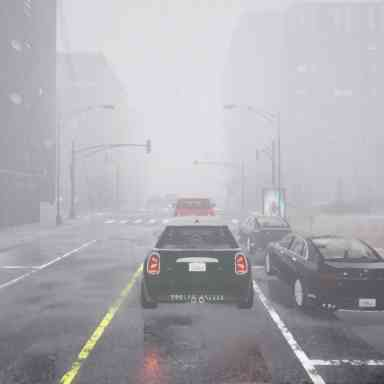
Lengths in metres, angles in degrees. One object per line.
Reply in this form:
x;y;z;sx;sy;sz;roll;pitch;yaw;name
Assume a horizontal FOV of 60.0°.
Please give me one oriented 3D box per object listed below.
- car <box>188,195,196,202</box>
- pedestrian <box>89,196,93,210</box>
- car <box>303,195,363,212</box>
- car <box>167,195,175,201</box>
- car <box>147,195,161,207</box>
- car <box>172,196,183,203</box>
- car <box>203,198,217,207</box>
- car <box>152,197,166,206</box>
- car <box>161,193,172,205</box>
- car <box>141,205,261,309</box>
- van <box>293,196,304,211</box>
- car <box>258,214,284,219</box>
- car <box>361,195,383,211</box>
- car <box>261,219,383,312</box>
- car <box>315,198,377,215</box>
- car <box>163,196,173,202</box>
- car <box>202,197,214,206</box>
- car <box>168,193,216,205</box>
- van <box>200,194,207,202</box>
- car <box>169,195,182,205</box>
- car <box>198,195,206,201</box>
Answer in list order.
0.029;1.510;80.413;1.882;1.535;5.008;0;0;0;car
-12.513;1.347;41.277;0.375;1.860;0.375;0;0;0;pedestrian
15.002;1.385;35.520;5.008;1.535;1.882;0;-1;2;car
-5.646;1.603;90.347;1.947;1.339;4.313;1;0;0;car
-5.656;1.334;51.350;2.192;1.841;5.009;1;0;0;car
-2.974;1.553;70.639;2.128;1.511;4.902;0;0;0;car
2.720;1.585;51.307;1.947;1.339;4.313;1;0;0;car
-5.658;1.566;56.921;1.887;1.381;4.507;1;0;0;car
-3.102;1.240;51.000;2.150;2.045;5.566;0;0;0;car
0.103;1.354;8.042;2.097;1.767;4.553;0;0;0;car
13.778;1.296;38.123;3.998;1.788;1.690;0;0;0;van
2.835;1.555;13.114;2.008;1.369;4.403;1;0;0;car
19.305;1.228;38.081;5.009;1.841;2.192;0;0;0;car
2.834;1.553;7.544;2.008;1.369;4.403;1;0;0;car
13.714;1.413;29.741;4.206;1.307;1.802;0;0;0;car
-5.650;1.597;79.205;1.947;1.339;4.313;1;0;0;car
2.722;1.603;56.878;1.802;1.307;4.206;1;0;0;car
0.102;1.229;17.952;2.150;2.045;5.566;0;0;0;car
2.733;1.373;79.163;1.690;1.788;3.998;1;0;0;van
-3.046;1.375;60.569;2.097;1.767;4.553;0;0;0;car
2.734;1.582;90.304;1.887;1.381;4.507;1;0;0;car
